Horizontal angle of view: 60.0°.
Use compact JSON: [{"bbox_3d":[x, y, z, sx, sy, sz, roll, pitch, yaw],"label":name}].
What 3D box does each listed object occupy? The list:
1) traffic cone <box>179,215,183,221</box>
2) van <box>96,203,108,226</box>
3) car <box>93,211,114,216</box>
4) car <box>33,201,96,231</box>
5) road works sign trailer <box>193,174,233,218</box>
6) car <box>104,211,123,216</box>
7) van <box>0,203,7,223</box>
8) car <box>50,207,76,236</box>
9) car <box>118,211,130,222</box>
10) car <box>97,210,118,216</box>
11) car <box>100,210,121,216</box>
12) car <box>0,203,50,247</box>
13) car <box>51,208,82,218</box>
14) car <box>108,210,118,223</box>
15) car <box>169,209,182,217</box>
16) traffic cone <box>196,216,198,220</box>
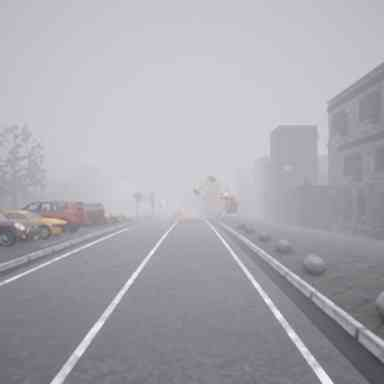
[{"bbox_3d":[-1.360,3.096,38.747,0.340,0.580,0.340,0,-3,0],"label":"traffic cone"},{"bbox_3d":[-9.636,1.874,27.575,4.442,1.987,1.878,0,-2,0],"label":"van"},{"bbox_3d":[-21.785,5.315,82.322,4.674,1.452,2.002,0,-4,0],"label":"car"},{"bbox_3d":[-9.515,1.611,21.389,5.566,2.045,2.435,0,-2,0],"label":"car"},{"bbox_3d":[2.030,0.540,33.041,2.380,3.560,2.880,-41,-3,-12],"label":"road works sign trailer"},{"bbox_3d":[-21.742,5.924,92.001,4.674,1.452,2.002,0,-4,0],"label":"car"},{"bbox_3d":[-21.699,2.162,34.122,4.442,1.987,1.878,0,-3,0],"label":"van"},{"bbox_3d":[-9.466,1.766,18.464,5.008,1.535,2.097,0,-2,0],"label":"car"},{"bbox_3d":[-9.360,2.356,33.516,5.366,1.575,1.946,0,-3,0],"label":"car"},{"bbox_3d":[-21.768,5.482,85.594,4.892,1.521,2.231,0,-4,0],"label":"car"},{"bbox_3d":[-21.764,5.687,88.861,5.008,1.535,2.097,0,-4,0],"label":"car"},{"bbox_3d":[-9.466,1.542,15.434,4.553,1.767,2.185,0,-2,0],"label":"car"},{"bbox_3d":[-21.931,3.622,58.045,4.553,1.767,2.185,0,-4,0],"label":"car"},{"bbox_3d":[-9.564,2.101,30.606,4.553,1.767,2.185,0,-3,0],"label":"car"},{"bbox_3d":[-3.124,4.478,71.043,2.097,1.767,4.553,0,-4,0],"label":"car"},{"bbox_3d":[0.648,3.431,44.736,0.340,0.580,0.340,0,-3,0],"label":"traffic cone"}]
